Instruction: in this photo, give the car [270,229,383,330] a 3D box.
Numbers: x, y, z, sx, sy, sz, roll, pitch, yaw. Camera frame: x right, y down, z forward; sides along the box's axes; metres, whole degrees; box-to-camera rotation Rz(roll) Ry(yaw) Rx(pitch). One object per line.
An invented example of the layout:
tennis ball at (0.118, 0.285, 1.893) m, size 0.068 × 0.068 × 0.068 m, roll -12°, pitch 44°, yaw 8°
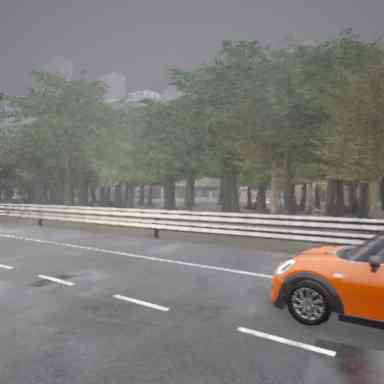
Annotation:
car at (3.664, 1.353, 5.554) m, size 4.553 × 1.767 × 2.097 m, roll 0°, pitch 0°, yaw 36°
